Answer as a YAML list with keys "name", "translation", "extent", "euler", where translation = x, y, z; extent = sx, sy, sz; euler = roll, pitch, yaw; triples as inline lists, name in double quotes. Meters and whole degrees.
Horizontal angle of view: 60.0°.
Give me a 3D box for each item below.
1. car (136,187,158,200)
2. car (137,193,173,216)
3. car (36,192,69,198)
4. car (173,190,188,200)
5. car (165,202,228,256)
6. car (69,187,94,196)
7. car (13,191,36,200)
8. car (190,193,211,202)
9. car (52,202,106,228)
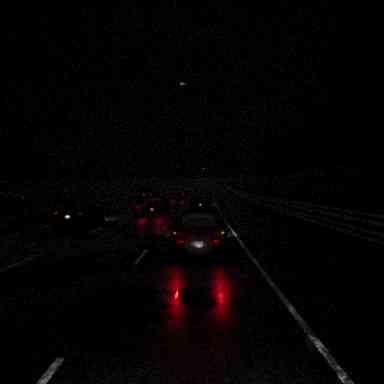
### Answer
- name: "car"
  translation: [-5.736, 0.356, 43.235]
  extent: [2.150, 2.045, 5.566]
  euler: [0, 2, 3]
- name: "car"
  translation: [-2.864, 1.057, 26.794]
  extent: [1.812, 1.442, 4.674]
  euler: [0, 1, 2]
- name: "car"
  translation: [-19.677, 0.685, 47.065]
  extent: [1.994, 1.385, 4.181]
  euler: [0, 2, 3]
- name: "car"
  translation: [-1.844, 0.363, 50.949]
  extent: [1.812, 1.442, 4.674]
  euler: [0, 2, 3]
- name: "car"
  translation: [0.252, 1.306, 12.025]
  extent: [1.812, 1.442, 4.674]
  euler: [0, 1, 1]
- name: "car"
  translation: [-16.098, 0.303, 48.443]
  extent: [2.150, 2.045, 5.566]
  euler: [0, 2, 3]
- name: "car"
  translation: [-23.185, 0.657, 47.045]
  extent: [1.837, 1.490, 4.892]
  euler: [0, 1, 3]
- name: "car"
  translation: [0.892, 0.844, 34.162]
  extent: [1.837, 1.490, 4.892]
  euler: [0, 2, 2]
- name: "car"
  translation: [-6.570, 1.255, 19.695]
  extent: [1.994, 1.385, 4.181]
  euler: [0, 1, 1]
